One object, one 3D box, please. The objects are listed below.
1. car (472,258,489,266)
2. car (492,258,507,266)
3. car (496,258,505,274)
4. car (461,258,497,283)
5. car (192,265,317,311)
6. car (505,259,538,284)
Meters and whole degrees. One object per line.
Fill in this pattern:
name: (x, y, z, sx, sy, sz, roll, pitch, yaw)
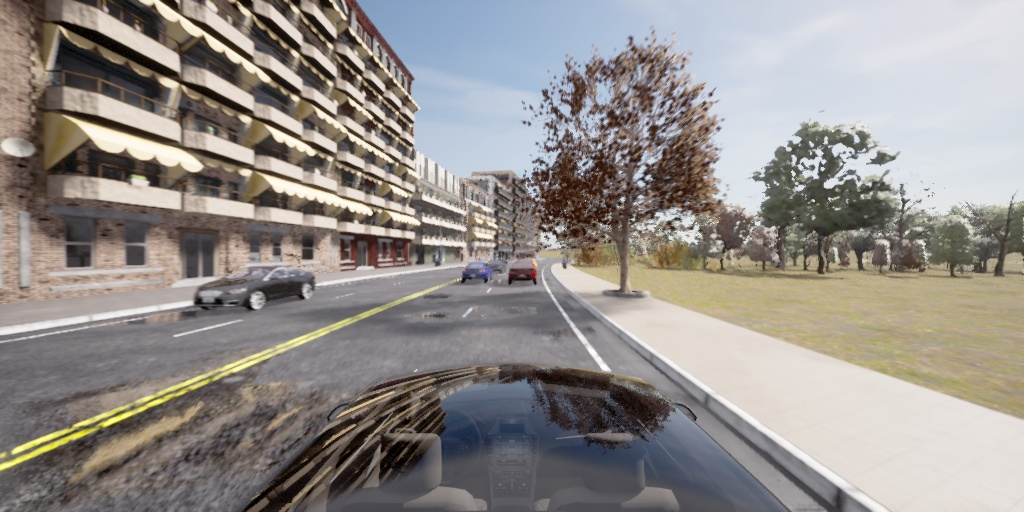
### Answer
car: (-5.420, 1.025, 62.743, 1.895, 1.301, 4.718, 0, 0, 9)
car: (-2.138, 1.040, 62.731, 1.895, 1.301, 4.718, 0, 0, 9)
car: (-1.665, 1.088, 37.611, 2.033, 1.411, 5.357, 0, 0, 6)
car: (-2.434, 1.117, 25.852, 1.812, 1.442, 4.674, 0, 0, 3)
car: (-9.639, 1.126, 13.925, 2.128, 1.511, 4.902, 0, 0, 2)
car: (0.780, 1.085, 25.006, 1.882, 1.535, 5.008, 0, 0, 3)
